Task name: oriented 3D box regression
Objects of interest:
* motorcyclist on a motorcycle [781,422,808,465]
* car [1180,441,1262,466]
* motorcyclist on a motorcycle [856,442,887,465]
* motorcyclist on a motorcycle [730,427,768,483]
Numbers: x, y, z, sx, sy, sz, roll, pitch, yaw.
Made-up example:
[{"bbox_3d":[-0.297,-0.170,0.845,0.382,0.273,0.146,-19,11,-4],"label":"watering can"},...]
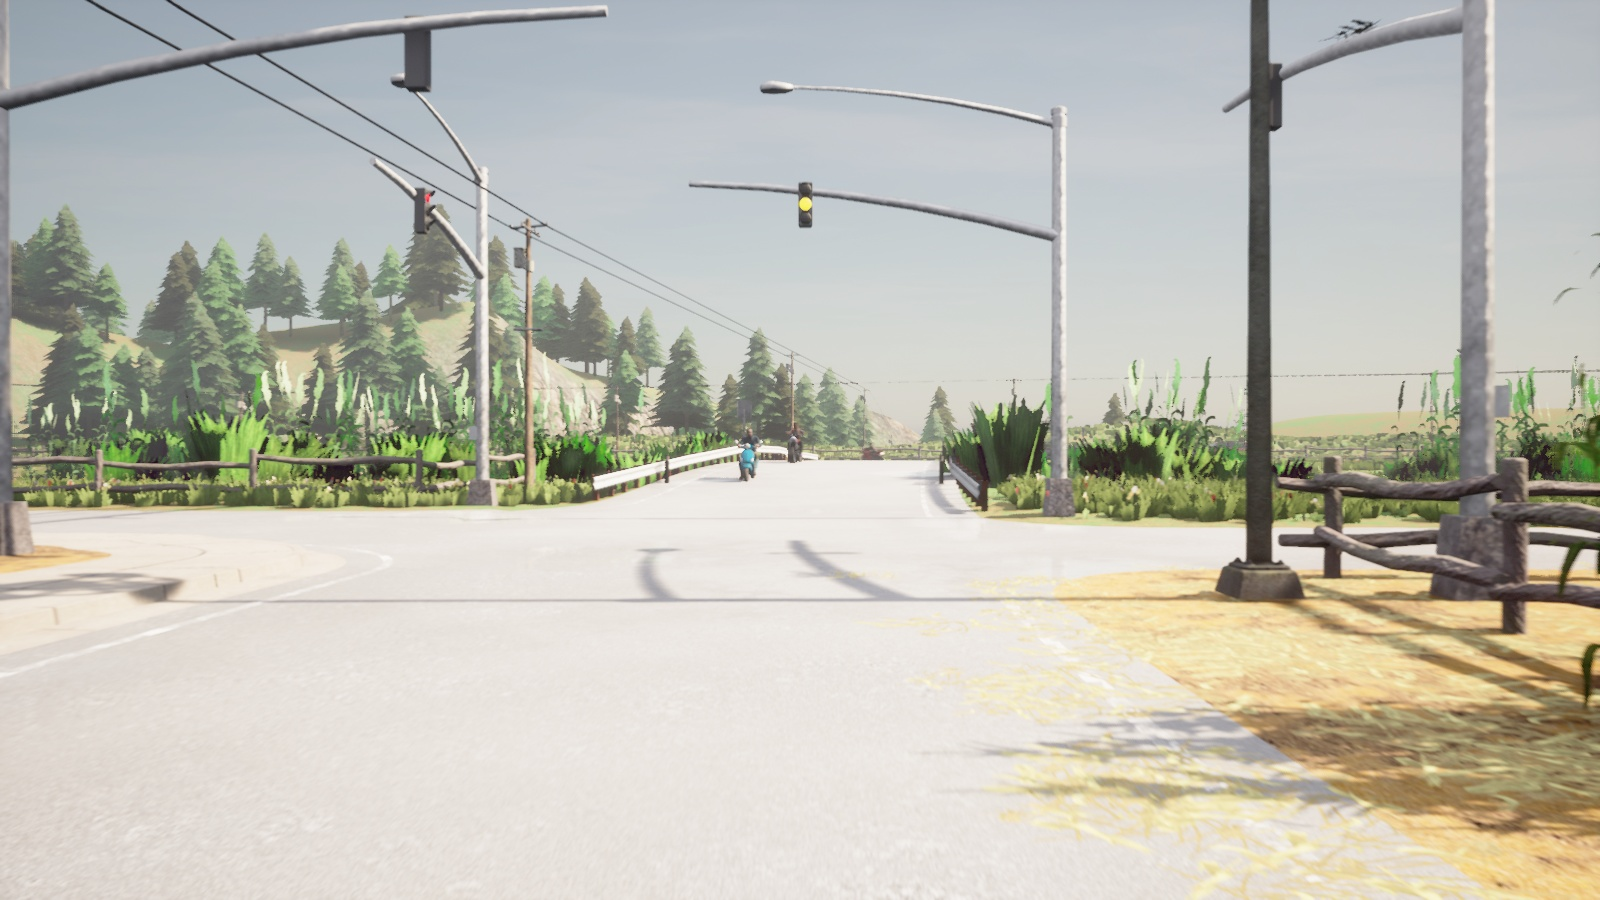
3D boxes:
[{"bbox_3d":[-0.201,-0.282,49.155,0.766,1.649,2.350,0,1,8],"label":"motorcyclist on a motorcycle"},{"bbox_3d":[28.035,0.229,83.743,4.856,1.649,2.033,0,0,6],"label":"car"},{"bbox_3d":[4.824,0.235,84.758,0.797,1.523,2.044,-3,2,-43],"label":"motorcyclist on a motorcycle"},{"bbox_3d":[-1.527,0.127,38.053,0.866,1.590,1.817,0,3,6],"label":"motorcyclist on a motorcycle"}]
